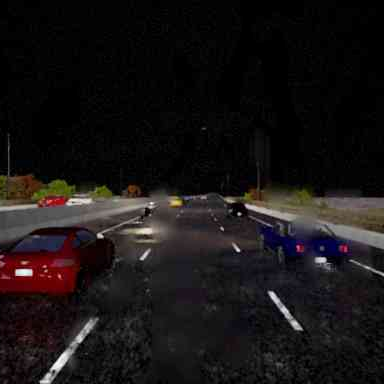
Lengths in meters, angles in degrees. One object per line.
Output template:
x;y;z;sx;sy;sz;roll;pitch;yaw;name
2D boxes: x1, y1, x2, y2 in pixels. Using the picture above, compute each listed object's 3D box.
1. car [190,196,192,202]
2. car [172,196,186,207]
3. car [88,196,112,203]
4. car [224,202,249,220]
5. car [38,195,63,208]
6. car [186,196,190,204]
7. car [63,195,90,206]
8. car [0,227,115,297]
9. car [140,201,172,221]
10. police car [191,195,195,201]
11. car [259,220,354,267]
-1.670;1.964;77.752;1.895;1.301;4.718;0;0;3;car
-2.535;1.695;55.994;1.801;1.575;5.366;0;0;2;car
-13.296;1.690;49.937;2.128;1.511;4.902;0;0;2;car
3.887;1.634;29.282;1.812;1.442;4.674;0;0;1;car
-20.334;1.410;48.720;2.150;2.045;5.566;0;0;2;car
-2.142;1.650;66.735;2.097;1.767;4.553;0;0;2;car
-16.798;1.418;49.906;2.150;2.045;5.566;0;0;2;car
-3.361;1.592;8.682;1.994;1.385;4.181;0;0;0;car
-3.137;1.591;27.934;2.128;1.511;4.902;0;0;1;car
-1.131;1.939;88.677;2.038;1.542;4.974;0;0;3;police car
3.656;1.641;11.608;1.895;1.301;4.718;0;0;0;car
